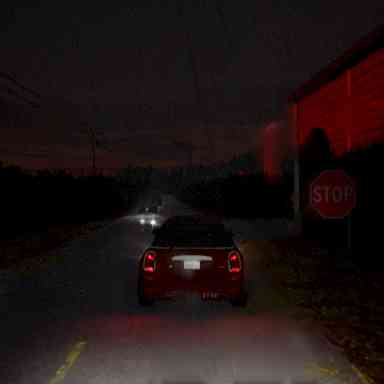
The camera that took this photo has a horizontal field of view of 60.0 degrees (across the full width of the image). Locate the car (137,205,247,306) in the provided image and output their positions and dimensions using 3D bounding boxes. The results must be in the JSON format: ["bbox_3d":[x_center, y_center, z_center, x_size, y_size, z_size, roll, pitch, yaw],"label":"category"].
[{"bbox_3d":[0.052,1.345,8.189,2.097,1.767,4.553,0,0,1],"label":"car"}]

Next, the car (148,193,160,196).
[{"bbox_3d":[-5.775,1.168,50.563,2.150,2.045,5.566,0,1,-4],"label":"car"}]

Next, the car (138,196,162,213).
[{"bbox_3d":[-4.622,1.459,35.298,2.128,1.511,4.902,0,0,-4],"label":"car"}]

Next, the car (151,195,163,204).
[{"bbox_3d":[-6.910,1.434,65.973,2.128,1.511,4.902,0,0,-4],"label":"car"}]
